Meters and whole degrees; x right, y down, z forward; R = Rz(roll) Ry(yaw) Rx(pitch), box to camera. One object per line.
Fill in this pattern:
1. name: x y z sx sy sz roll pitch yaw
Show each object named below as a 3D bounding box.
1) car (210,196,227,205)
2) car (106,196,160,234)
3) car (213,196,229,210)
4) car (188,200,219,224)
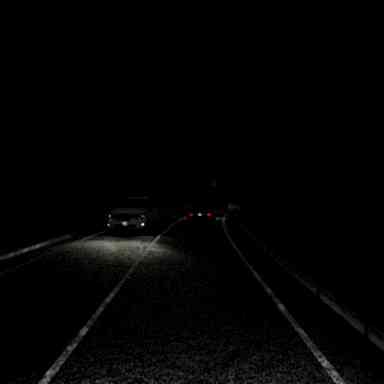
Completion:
1. car: 4.863 1.544 60.636 1.812 1.442 4.674 -2 0 20
2. car: -3.302 1.248 19.750 2.150 2.045 5.566 0 0 3
3. car: 3.555 1.463 42.545 2.128 1.511 4.902 -1 0 12
4. car: 0.753 1.550 24.458 2.033 1.411 5.357 -1 0 5
